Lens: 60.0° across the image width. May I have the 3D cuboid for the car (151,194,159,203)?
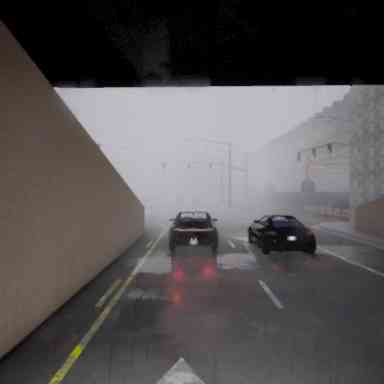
[{"bbox_3d":[-9.524,1.603,82.506,2.150,2.045,5.566,0,0,1],"label":"car"}]

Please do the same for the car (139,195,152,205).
[{"bbox_3d":[-9.917,1.853,66.884,2.033,1.411,5.357,0,0,2],"label":"car"}]

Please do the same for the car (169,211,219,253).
[{"bbox_3d":[0.067,1.557,14.051,2.128,1.511,4.902,0,0,0],"label":"car"}]

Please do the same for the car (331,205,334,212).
[{"bbox_3d":[17.539,1.630,38.069,2.038,1.542,4.974,0,0,45],"label":"car"}]

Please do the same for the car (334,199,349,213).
[{"bbox_3d":[17.434,1.609,33.462,2.038,1.542,4.974,0,0,-35],"label":"car"}]

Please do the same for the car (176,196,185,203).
[{"bbox_3d":[-2.667,1.710,76.696,2.033,1.411,5.357,0,0,1],"label":"car"}]

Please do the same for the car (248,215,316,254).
[{"bbox_3d":[3.564,1.628,13.822,1.994,1.385,4.181,0,0,0],"label":"car"}]

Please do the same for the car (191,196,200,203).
[{"bbox_3d":[0.832,1.710,76.609,2.033,1.411,5.357,0,0,1],"label":"car"}]

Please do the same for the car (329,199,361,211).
[{"bbox_3d":[17.575,1.473,38.107,1.853,1.218,4.536,0,0,45],"label":"car"}]
